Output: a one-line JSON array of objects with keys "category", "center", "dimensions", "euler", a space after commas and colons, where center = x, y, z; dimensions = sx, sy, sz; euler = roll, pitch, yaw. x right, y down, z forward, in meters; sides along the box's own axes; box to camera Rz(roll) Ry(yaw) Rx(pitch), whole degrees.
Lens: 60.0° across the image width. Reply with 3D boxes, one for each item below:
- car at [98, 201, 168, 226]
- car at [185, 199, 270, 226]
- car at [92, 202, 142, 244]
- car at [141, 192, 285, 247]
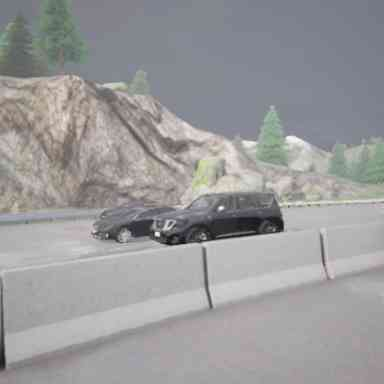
[{"category": "car", "center": [-3.920, 1.359, 22.206], "dimensions": [4.181, 1.385, 1.994], "euler": [-1, 1, -32]}, {"category": "car", "center": [2.419, 1.243, 21.960], "dimensions": [5.357, 1.411, 2.033], "euler": [-1, 1, -30]}, {"category": "car", "center": [-2.026, 1.355, 15.116], "dimensions": [4.892, 1.490, 1.837], "euler": [-2, 1, -33]}, {"category": "car", "center": [1.139, 1.046, 13.015], "dimensions": [5.566, 2.045, 2.150], "euler": [-2, 1, -32]}]
